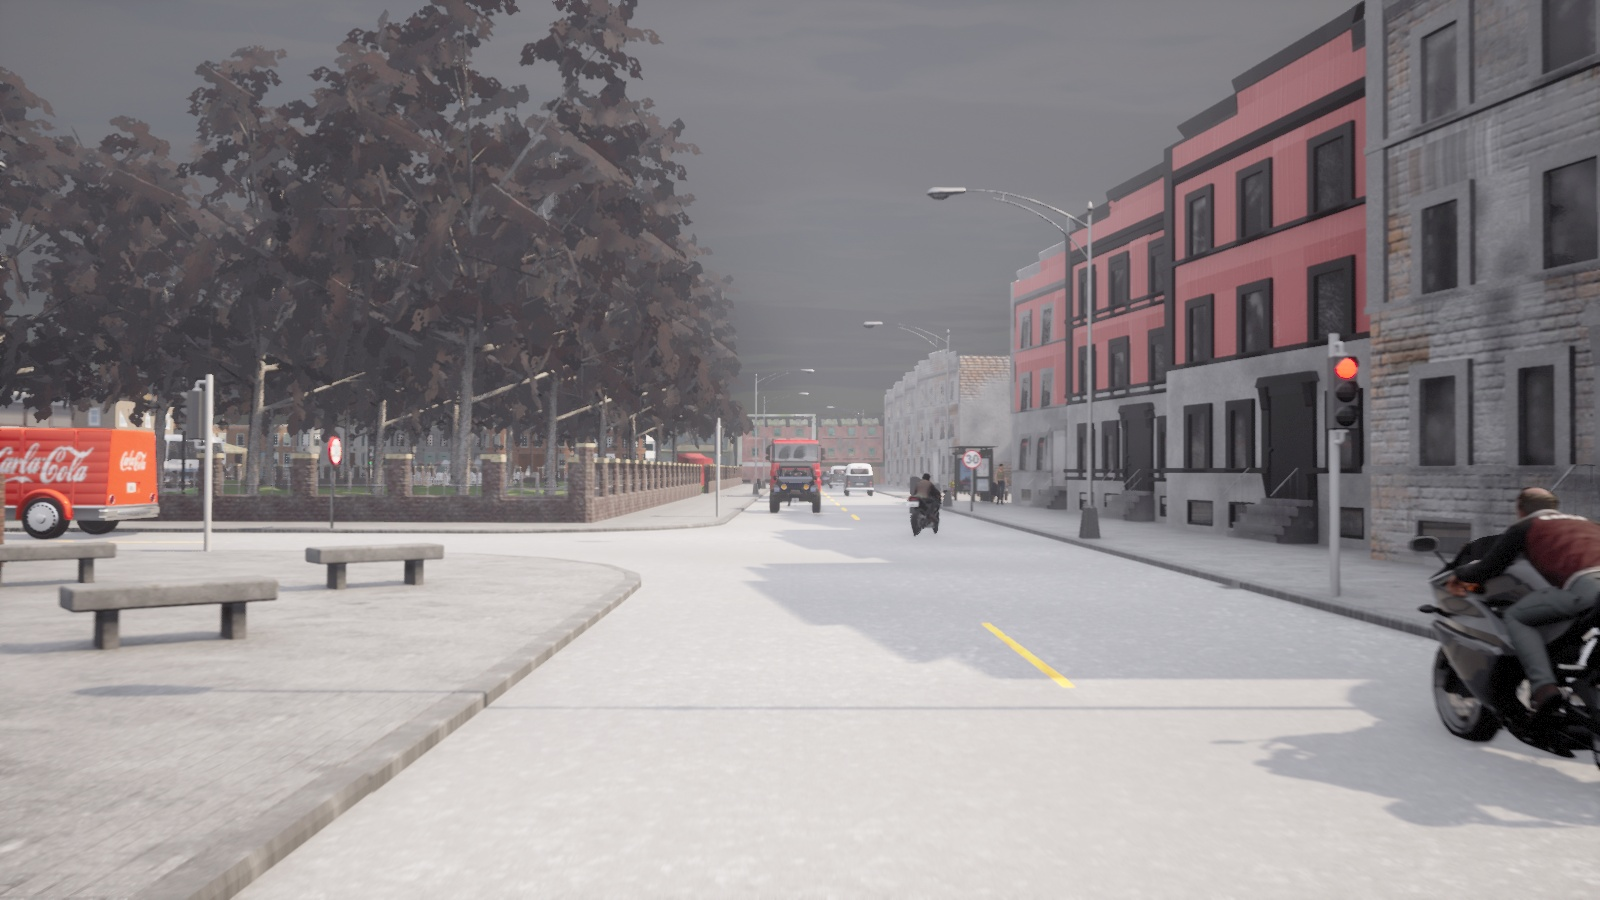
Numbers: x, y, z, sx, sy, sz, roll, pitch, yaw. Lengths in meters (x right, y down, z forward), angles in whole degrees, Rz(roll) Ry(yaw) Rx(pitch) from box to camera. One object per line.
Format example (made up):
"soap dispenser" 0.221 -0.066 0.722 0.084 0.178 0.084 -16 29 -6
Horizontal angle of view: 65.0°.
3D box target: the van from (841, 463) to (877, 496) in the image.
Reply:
"van" 3.718 1.867 80.261 2.069 2.038 4.480 0 -1 0

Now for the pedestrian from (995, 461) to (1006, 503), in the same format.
"pedestrian" 8.896 1.421 55.693 0.345 1.836 0.594 0 -1 -2

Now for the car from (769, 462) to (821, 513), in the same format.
"car" -0.157 1.415 48.034 1.905 1.878 3.866 0 -1 0

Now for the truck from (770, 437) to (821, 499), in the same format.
"truck" -0.264 1.078 74.325 2.891 3.462 7.936 0 -1 0

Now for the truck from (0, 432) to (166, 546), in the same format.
"truck" -17.753 0.879 28.664 5.204 2.467 2.627 0 -1 -1

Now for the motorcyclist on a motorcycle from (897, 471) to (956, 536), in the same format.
"motorcyclist on a motorcycle" 3.127 1.301 30.849 0.797 1.523 2.044 -3 -2 24

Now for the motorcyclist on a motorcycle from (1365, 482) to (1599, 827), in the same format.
"motorcyclist on a motorcycle" 3.977 0.947 6.755 0.866 1.530 2.191 0 -1 0
